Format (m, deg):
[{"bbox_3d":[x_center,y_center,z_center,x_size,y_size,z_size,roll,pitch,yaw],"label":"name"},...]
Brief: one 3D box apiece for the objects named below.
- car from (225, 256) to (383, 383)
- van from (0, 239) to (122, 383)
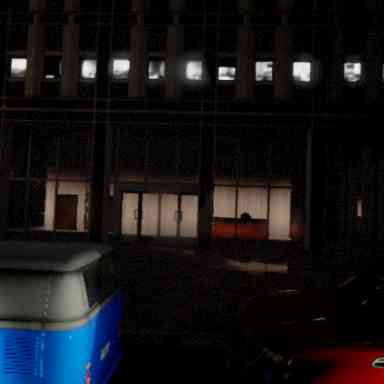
[{"bbox_3d":[2.892,1.533,3.396,5.009,1.841,2.192,1,-2,3],"label":"car"},{"bbox_3d":[-2.783,1.425,3.704,3.998,1.788,1.690,1,-2,3],"label":"van"}]
